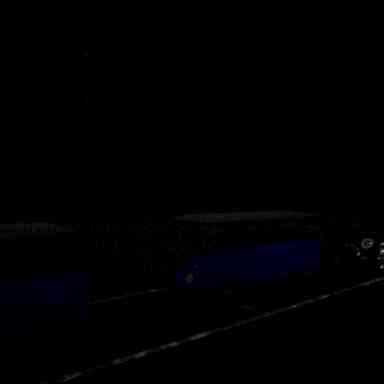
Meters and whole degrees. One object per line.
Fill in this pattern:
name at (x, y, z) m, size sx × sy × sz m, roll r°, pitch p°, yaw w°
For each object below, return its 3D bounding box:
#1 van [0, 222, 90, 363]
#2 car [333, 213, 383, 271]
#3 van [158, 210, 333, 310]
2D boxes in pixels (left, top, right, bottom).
van at (-3.379, 1.342, 4.244) m, size 3.998 × 1.788 × 1.690 m, roll 0°, pitch 0°, yaw -35°
car at (5.807, 1.429, 10.792) m, size 4.097 × 1.590 × 1.967 m, roll 0°, pitch 0°, yaw -35°
van at (1.214, 1.336, 7.518) m, size 3.998 × 1.788 × 1.690 m, roll 0°, pitch 0°, yaw -35°
